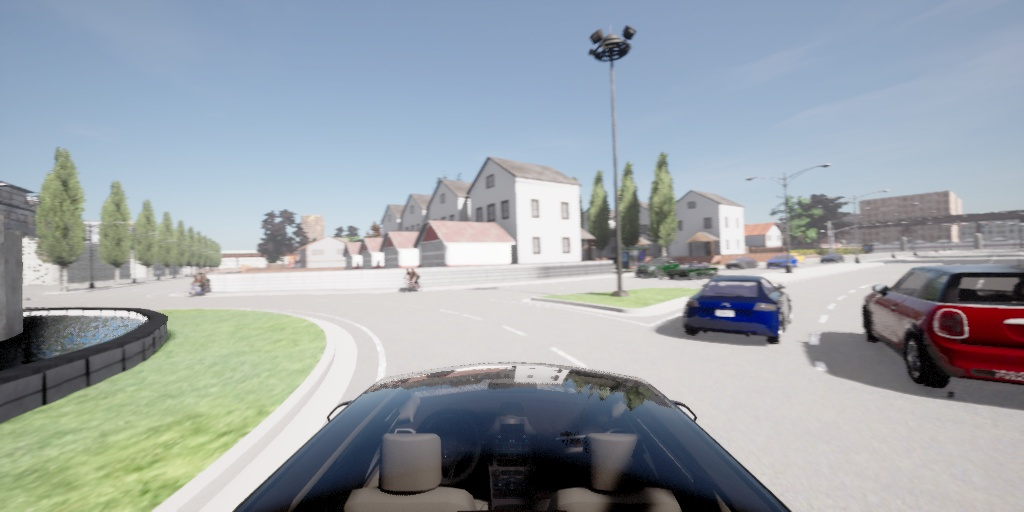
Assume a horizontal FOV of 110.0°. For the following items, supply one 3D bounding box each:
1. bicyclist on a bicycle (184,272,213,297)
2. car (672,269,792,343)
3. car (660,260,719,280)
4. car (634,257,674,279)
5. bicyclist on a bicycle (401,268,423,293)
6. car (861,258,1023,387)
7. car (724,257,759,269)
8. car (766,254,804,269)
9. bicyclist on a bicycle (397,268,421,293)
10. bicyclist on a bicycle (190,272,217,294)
[{"bbox_3d":[-23.231,2.219,26.503,0.582,1.620,1.656,-2,0,22],"label":"bicyclist on a bicycle"},{"bbox_3d":[5.948,1.192,9.367,1.994,1.385,4.181,-2,-1,40],"label":"car"},{"bbox_3d":[13.863,1.146,27.584,4.718,1.301,1.895,-2,-1,-35],"label":"car"},{"bbox_3d":[12.554,0.974,30.950,4.553,1.767,2.097,-1,-1,-35],"label":"car"},{"bbox_3d":[-6.599,1.645,24.267,0.582,1.620,1.656,-2,-1,28],"label":"bicyclist on a bicycle"},{"bbox_3d":[7.514,0.893,5.864,2.097,1.767,4.553,-2,-1,36],"label":"car"},{"bbox_3d":[26.263,0.812,40.894,5.357,1.411,2.033,-2,-1,-36],"label":"car"},{"bbox_3d":[29.224,0.622,38.727,5.008,1.535,1.882,-1,-1,-36],"label":"car"},{"bbox_3d":[-7.018,1.662,24.543,0.582,1.620,1.656,-2,0,27],"label":"bicyclist on a bicycle"},{"bbox_3d":[-24.654,2.137,28.647,1.656,1.620,0.582,-2,-1,6],"label":"bicyclist on a bicycle"}]
